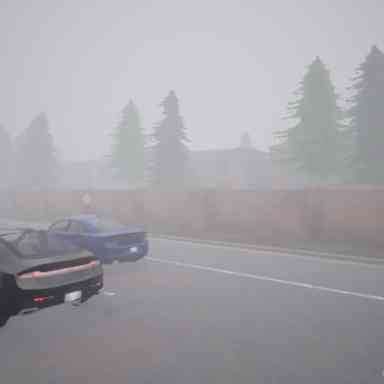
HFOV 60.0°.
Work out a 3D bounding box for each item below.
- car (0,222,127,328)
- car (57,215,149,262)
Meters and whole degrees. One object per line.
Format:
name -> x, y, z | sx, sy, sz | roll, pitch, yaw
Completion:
car -> -3.898, 1.505, 6.965 | 4.902, 1.511, 2.128 | 0, 0, 37
car -> -3.662, 1.519, 11.170 | 5.008, 1.535, 1.882 | 0, 0, 37
